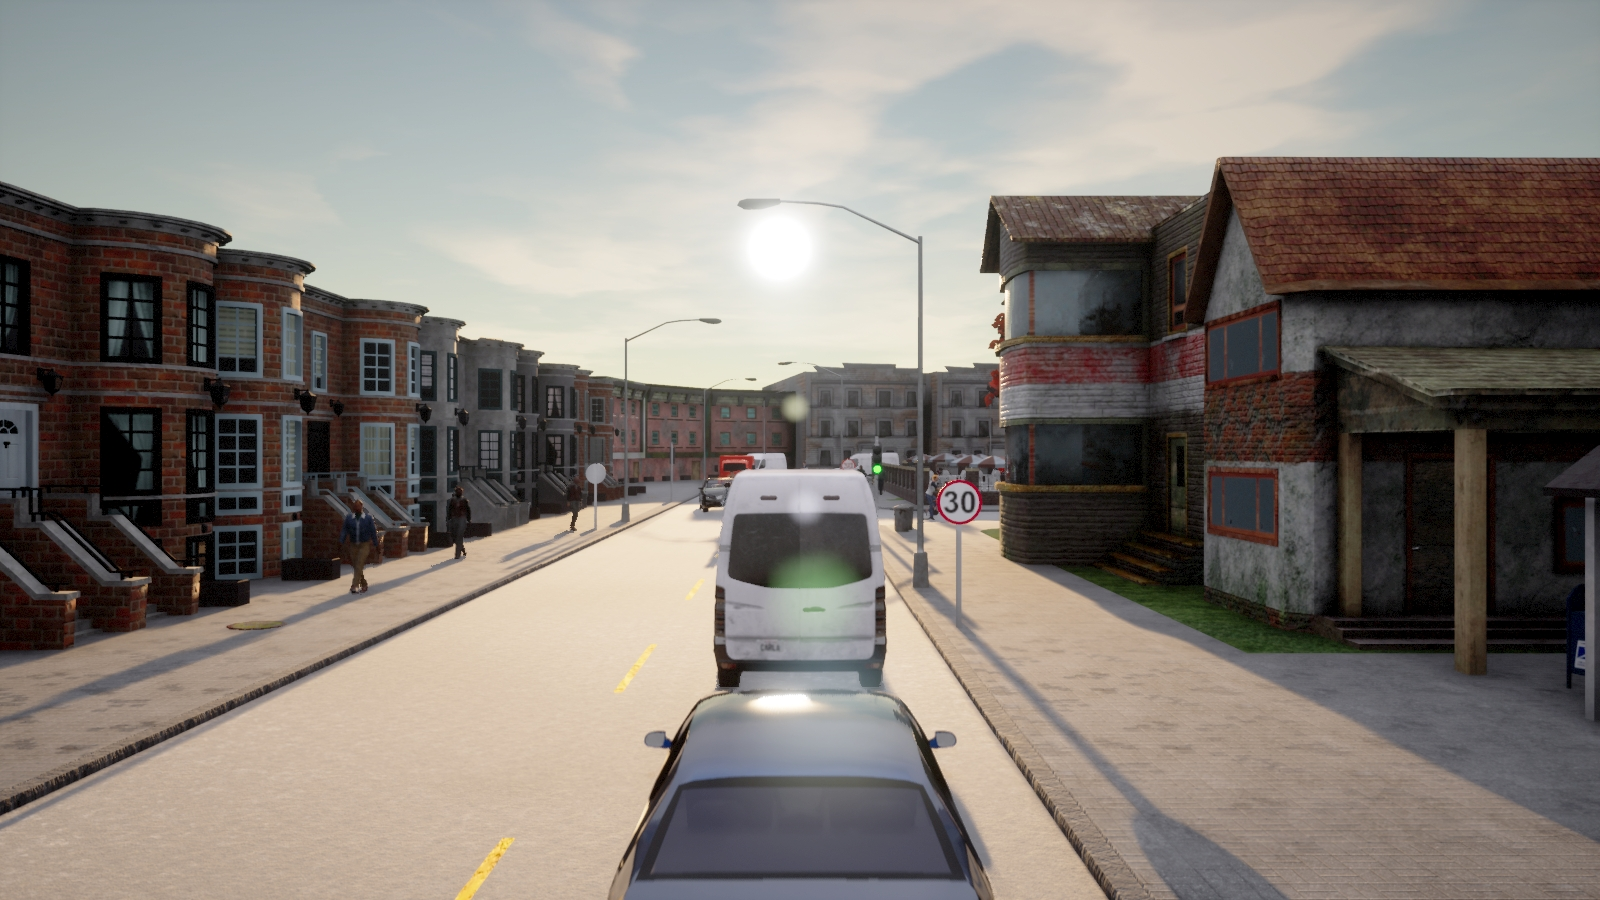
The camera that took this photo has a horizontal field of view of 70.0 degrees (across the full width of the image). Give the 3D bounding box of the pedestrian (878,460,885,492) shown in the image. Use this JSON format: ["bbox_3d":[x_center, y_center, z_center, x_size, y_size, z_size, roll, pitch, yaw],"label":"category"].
[{"bbox_3d":[4.753,1.519,66.924,0.375,1.860,0.375,0,0,0],"label":"pedestrian"}]

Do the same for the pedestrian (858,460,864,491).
[{"bbox_3d":[3.668,1.529,68.861,0.375,1.860,0.375,0,0,1],"label":"pedestrian"}]

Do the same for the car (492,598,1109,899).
[{"bbox_3d":[0.000,1.887,6.444,2.033,1.411,5.357,0,0,0],"label":"car"}]

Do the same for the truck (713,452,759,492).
[{"bbox_3d":[-4.036,1.352,72.684,2.627,2.467,5.204,0,0,0],"label":"truck"}]

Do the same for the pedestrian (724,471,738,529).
[{"bbox_3d":[-2.240,1.630,37.187,0.375,1.860,0.375,0,0,14],"label":"pedestrian"}]

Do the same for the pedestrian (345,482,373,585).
[{"bbox_3d":[-8.086,1.526,20.957,0.375,1.860,0.375,0,0,-2],"label":"pedestrian"}]

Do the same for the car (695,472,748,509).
[{"bbox_3d":[-3.666,1.830,52.839,2.128,1.511,4.902,0,0,-8],"label":"car"}]

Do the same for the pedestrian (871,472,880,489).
[{"bbox_3d":[4.760,1.910,71.991,0.500,1.100,0.500,0,0,0],"label":"pedestrian"}]

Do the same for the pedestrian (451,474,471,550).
[{"bbox_3d":[-8.342,1.526,28.115,0.375,1.860,0.375,0,0,3],"label":"pedestrian"}]

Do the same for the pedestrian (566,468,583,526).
[{"bbox_3d":[-7.395,1.528,37.462,0.375,1.860,0.375,0,0,41],"label":"pedestrian"}]

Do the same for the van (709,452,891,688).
[{"bbox_3d":[-0.004,1.315,15.432,1.988,2.561,5.915,0,0,0],"label":"van"}]
